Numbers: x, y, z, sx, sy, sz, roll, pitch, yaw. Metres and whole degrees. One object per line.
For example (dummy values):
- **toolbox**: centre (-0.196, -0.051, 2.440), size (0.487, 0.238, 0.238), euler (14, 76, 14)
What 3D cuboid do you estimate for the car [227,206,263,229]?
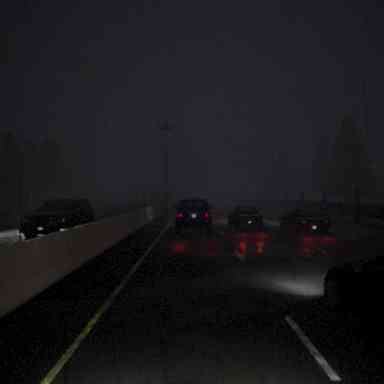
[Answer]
- **car**: centre (3.599, 1.684, 23.093), size (2.128, 1.511, 4.902), euler (0, 0, 0)

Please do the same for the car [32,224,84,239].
- **car**: centre (-7.097, 1.375, 18.303), size (2.150, 2.045, 5.566), euler (0, -1, 0)

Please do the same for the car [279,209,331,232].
- **car**: centre (7.099, 1.780, 21.486), size (1.895, 1.301, 4.718), euler (0, 0, 0)

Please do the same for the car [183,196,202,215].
- **car**: centre (-0.009, 1.560, 40.342), size (2.150, 2.045, 5.566), euler (0, 0, -1)

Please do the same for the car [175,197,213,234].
- **car**: centre (0.099, 1.396, 20.679), size (2.150, 2.045, 5.566), euler (0, 0, 0)

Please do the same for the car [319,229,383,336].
- **car**: centre (3.600, 1.567, 4.862), size (1.812, 1.442, 4.674), euler (0, 0, 0)
